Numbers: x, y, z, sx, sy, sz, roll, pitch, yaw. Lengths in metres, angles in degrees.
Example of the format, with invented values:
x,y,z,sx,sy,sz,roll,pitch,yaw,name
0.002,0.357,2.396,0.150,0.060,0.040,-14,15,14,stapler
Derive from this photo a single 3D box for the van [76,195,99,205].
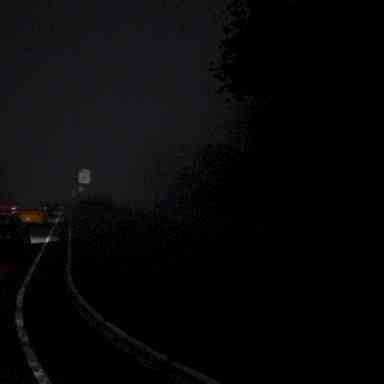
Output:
x,y,z,sx,sy,sz,roll,pitch,yaw,name
-21.739,1.588,69.130,4.442,1.987,1.878,1,0,-21,van

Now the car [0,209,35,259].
x,y,z,sx,sy,sz,roll,pitch,yaw,name
-7.543,1.667,13.041,1.837,1.490,4.892,1,0,-21,car

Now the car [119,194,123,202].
x,y,z,sx,sy,sz,roll,pitch,yaw,name
-16.215,1.997,89.480,4.892,1.521,2.231,1,0,-21,car

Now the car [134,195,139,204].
x,y,z,sx,sy,sz,roll,pitch,yaw,name
-9.138,1.962,71.025,5.008,1.535,2.097,1,0,-21,car

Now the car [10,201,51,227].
x,y,z,sx,sy,sz,roll,pitch,yaw,name
-11.847,1.685,24.692,1.882,1.535,5.008,1,0,-20,car

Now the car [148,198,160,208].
x,y,z,sx,sy,sz,roll,pitch,yaw,name
-4.134,1.681,57.956,5.566,2.045,2.435,1,0,-21,car

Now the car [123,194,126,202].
x,y,z,sx,sy,sz,roll,pitch,yaw,name
-14.236,1.987,84.324,5.008,1.535,2.097,1,0,-21,car

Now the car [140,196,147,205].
x,y,z,sx,sy,sz,roll,pitch,yaw,name
-7.111,1.953,65.753,4.892,1.521,2.231,1,0,-21,car

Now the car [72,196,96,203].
x,y,z,sx,sy,sz,roll,pitch,yaw,name
-26.744,1.835,82.342,5.366,1.575,1.946,1,0,-21,car

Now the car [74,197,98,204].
x,y,z,sx,sy,sz,roll,pitch,yaw,name
-22.867,1.857,71.723,4.674,1.452,2.002,1,0,-21,car

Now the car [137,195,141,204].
x,y,z,sx,sy,sz,roll,pitch,yaw,name
-8.125,1.957,68.389,5.008,1.535,2.097,1,0,-21,car

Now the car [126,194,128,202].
x,y,z,sx,sy,sz,roll,pitch,yaw,name
-13.198,1.857,81.698,4.553,1.767,2.185,1,0,-21,car

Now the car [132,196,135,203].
x,y,z,sx,sy,sz,roll,pitch,yaw,name
-10.119,1.997,73.673,4.792,1.488,2.163,1,0,-21,car

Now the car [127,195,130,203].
x,y,z,sx,sy,sz,roll,pitch,yaw,name
-12.221,1.977,79.049,5.008,1.535,2.097,1,0,-21,car

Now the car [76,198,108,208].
x,y,z,sx,sy,sz,roll,pitch,yaw,name
-16.789,1.785,55.896,5.008,1.535,2.097,1,0,-21,car

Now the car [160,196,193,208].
x,y,z,sx,sy,sz,roll,pitch,yaw,name
-2.095,1.780,52.548,4.553,1.767,2.185,1,0,-21,car

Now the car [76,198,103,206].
x,y,z,sx,sy,sz,roll,pitch,yaw,name
-18.814,1.837,61.172,4.674,1.452,2.002,1,0,-21,car

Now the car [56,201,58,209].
x,y,z,sx,sy,sz,roll,pitch,yaw,name
-20.924,1.848,49.206,1.994,1.385,4.181,1,0,-20,car

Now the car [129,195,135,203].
x,y,z,sx,sy,sz,roll,pitch,yaw,name
-11.199,1.972,76.416,5.008,1.535,2.097,1,0,-21,car

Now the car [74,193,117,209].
x,y,z,sx,sy,sz,roll,pitch,yaw,name
-14.781,1.516,50.613,5.566,2.045,2.435,1,0,-21,car

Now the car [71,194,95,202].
x,y,z,sx,sy,sz,roll,pitch,yaw,name
-27.902,1.590,84.925,5.566,2.045,2.435,1,0,-21,car

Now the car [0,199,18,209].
x,y,z,sx,sy,sz,roll,pitch,yaw,name
-19.169,1.563,34.714,2.097,1.767,4.553,1,-1,-20,car

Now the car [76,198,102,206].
x,y,z,sx,sy,sz,roll,pitch,yaw,name
-19.822,1.842,63.812,4.674,1.452,2.002,1,0,-21,car

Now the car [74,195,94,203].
x,y,z,sx,sy,sz,roll,pitch,yaw,name
-25.874,1.706,79.649,4.553,1.767,2.185,1,0,-21,car

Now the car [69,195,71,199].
x,y,z,sx,sy,sz,roll,pitch,yaw,name
-25.064,1.821,76.933,5.366,1.575,1.946,1,0,-21,car

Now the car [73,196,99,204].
x,y,z,sx,sy,sz,roll,pitch,yaw,name
-23.704,1.821,74.428,5.366,1.575,1.946,1,0,-21,car

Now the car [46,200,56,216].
x,y,z,sx,sy,sz,roll,pitch,yaw,name
-15.884,1.756,35.515,1.837,1.490,4.892,1,0,-20,car
